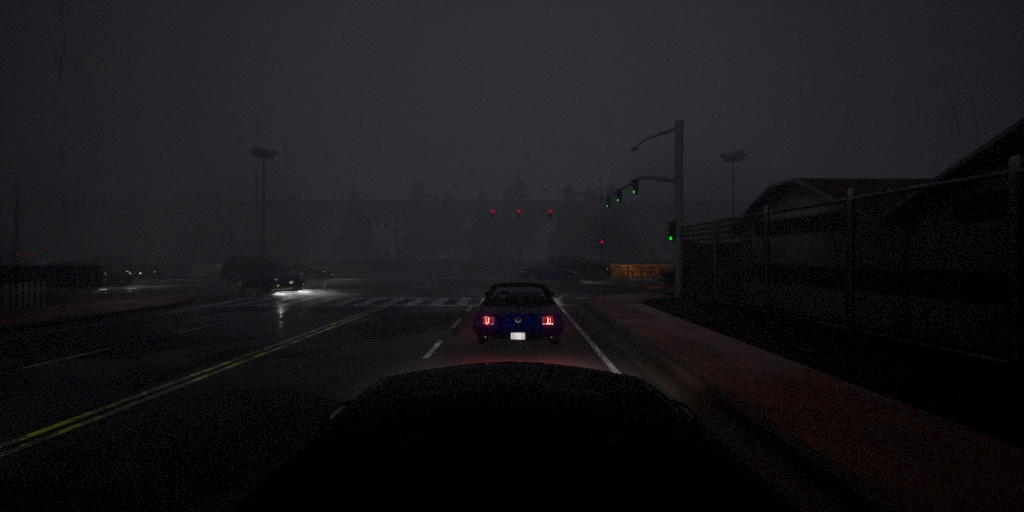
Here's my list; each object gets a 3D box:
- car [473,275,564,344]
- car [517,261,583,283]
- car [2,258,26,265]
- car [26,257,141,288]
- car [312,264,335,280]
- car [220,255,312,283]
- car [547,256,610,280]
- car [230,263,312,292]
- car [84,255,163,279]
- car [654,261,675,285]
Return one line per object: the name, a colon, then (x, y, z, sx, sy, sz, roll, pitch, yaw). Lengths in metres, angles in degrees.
car: (0.191, 1.351, 9.556, 1.895, 1.301, 4.718, 0, 0, 2)
car: (2.685, 1.275, 27.159, 4.674, 1.442, 1.812, 0, 0, -1)
car: (-36.575, 1.168, 26.491, 5.357, 1.411, 2.033, 2, 0, -1)
car: (-27.477, 1.094, 23.137, 4.553, 1.767, 2.097, 0, 0, -1)
car: (-17.538, 1.275, 30.304, 4.674, 1.442, 1.812, 0, 0, -1)
car: (-18.534, 0.972, 26.786, 5.566, 2.045, 2.150, 0, 0, -1)
car: (5.446, 0.973, 30.694, 5.566, 2.045, 2.150, 0, 0, -1)
car: (-14.211, 1.314, 21.150, 4.181, 1.385, 1.994, 0, 0, 27)
car: (-32.754, 0.936, 30.054, 5.566, 2.045, 2.150, 1, 0, -1)
car: (12.298, 1.227, 23.809, 5.008, 1.535, 1.882, 0, 0, -1)
